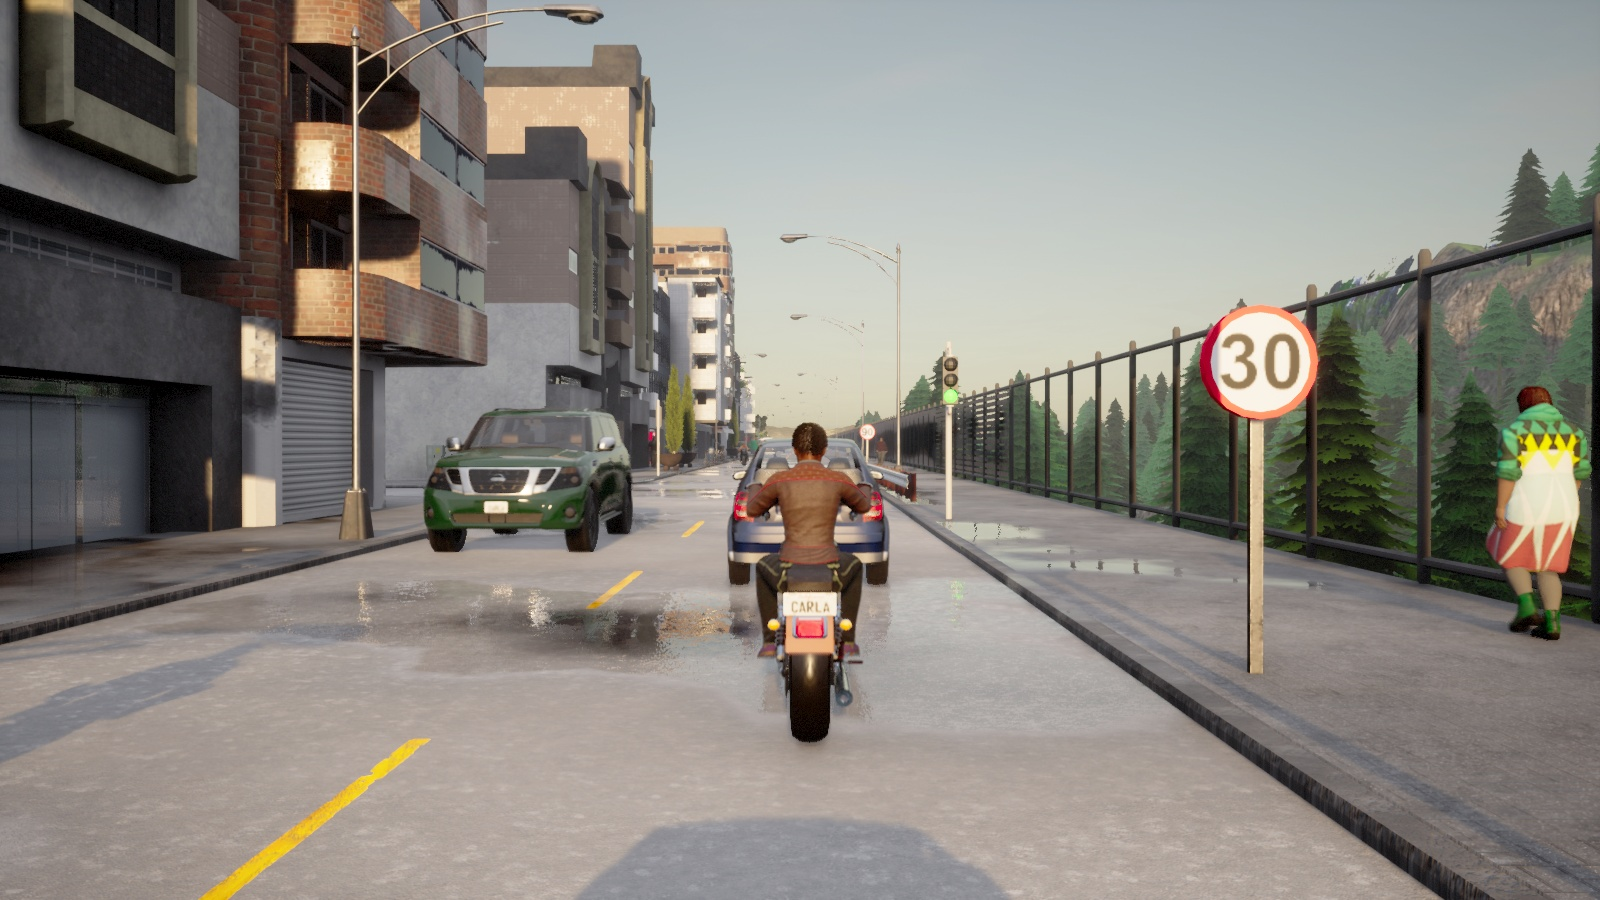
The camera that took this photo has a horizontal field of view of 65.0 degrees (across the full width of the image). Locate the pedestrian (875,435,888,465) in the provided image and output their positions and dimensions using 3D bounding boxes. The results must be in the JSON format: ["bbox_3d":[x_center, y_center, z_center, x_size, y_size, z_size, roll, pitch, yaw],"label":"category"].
[{"bbox_3d":[5.030,0.023,77.551,0.634,1.844,0.899,0,0,-4],"label":"pedestrian"}]

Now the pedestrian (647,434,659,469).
[{"bbox_3d":[-7.921,0.064,67.817,0.563,1.883,0.849,0,0,0],"label":"pedestrian"}]

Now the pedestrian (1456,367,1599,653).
[{"bbox_3d":[5.275,0.410,9.020,0.659,1.952,0.873,0,0,0],"label":"pedestrian"}]

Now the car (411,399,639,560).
[{"bbox_3d":[-3.863,0.356,18.781,2.150,2.045,5.566,0,0,1],"label":"car"}]

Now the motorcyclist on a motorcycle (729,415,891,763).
[{"bbox_3d":[0.054,0.657,7.134,0.766,1.649,2.350,0,0,0],"label":"motorcyclist on a motorcycle"}]

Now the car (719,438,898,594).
[{"bbox_3d":[0.093,0.646,14.451,1.789,1.549,3.705,0,1,0],"label":"car"}]
